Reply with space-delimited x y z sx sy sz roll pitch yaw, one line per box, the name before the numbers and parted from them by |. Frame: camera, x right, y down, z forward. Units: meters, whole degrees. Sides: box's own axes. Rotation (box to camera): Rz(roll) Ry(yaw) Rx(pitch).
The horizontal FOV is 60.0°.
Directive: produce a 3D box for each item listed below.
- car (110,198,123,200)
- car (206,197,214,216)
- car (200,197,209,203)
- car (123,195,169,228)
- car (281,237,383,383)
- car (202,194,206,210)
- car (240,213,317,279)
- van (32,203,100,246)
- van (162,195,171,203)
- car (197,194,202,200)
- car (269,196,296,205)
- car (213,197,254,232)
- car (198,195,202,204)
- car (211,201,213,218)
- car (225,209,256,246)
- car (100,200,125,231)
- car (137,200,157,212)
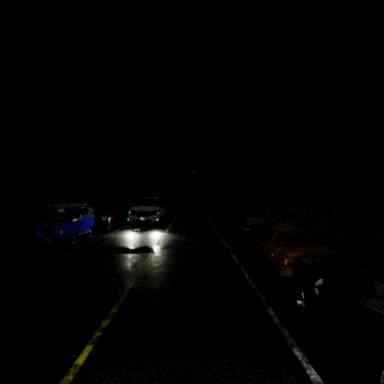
car | -5.765 1.428 26.308 2.192 1.841 5.009 0 0 0
car | 2.760 1.451 31.780 2.192 1.841 5.009 0 0 0
car | 2.759 1.849 74.732 1.802 1.307 4.206 0 0 0
car | -3.103 1.323 23.551 2.150 2.045 5.566 0 0 0
car | 2.762 1.585 4.346 1.947 1.339 4.313 0 0 0
car | 2.760 1.492 42.755 2.192 1.841 5.009 0 0 0
car | 2.761 1.569 10.003 1.752 1.417 4.829 0 0 0
van | -5.764 1.408 15.333 1.690 1.788 3.998 0 0 0
van | -5.766 1.609 74.752 1.690 1.788 3.998 0 0 0
car | 2.759 1.720 80.153 1.967 1.590 4.097 0 0 0
car | 14.863 1.344 54.695 4.181 1.385 1.994 -1 0 0
car | 2.761 1.404 20.807 2.192 1.841 5.009 0 0 0
car | 2.759 1.820 69.312 1.947 1.339 4.313 0 0 0
car | 2.760 1.639 26.463 1.752 1.417 4.829 0 0 0
car | 2.761 1.648 15.319 1.802 1.307 4.206 0 0 0
car | -5.765 1.530 20.820 1.967 1.590 4.097 0 0 0
car | -5.766 1.743 42.771 1.947 1.339 4.313 0 0 0
